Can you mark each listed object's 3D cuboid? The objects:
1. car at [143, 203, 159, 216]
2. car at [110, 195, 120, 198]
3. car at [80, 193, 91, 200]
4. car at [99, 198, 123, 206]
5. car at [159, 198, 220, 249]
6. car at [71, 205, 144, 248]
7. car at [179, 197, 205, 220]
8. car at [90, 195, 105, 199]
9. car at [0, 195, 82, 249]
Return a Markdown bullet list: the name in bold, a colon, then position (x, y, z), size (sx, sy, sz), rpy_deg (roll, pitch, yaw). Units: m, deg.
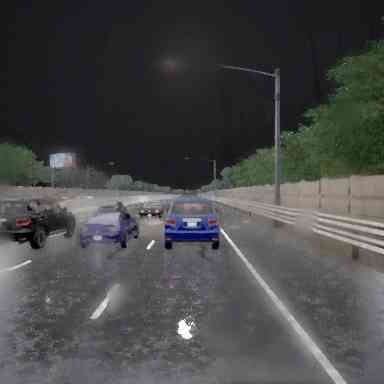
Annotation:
- **car**: position (-3.500, 1.633, 29.683), size (1.895, 1.301, 4.718), rpy_deg (0, 0, 0)
- **car**: position (-17.500, 1.399, 75.953), size (2.097, 1.767, 4.553), rpy_deg (0, 0, 0)
- **car**: position (-24.500, 1.269, 75.893), size (2.150, 2.045, 5.566), rpy_deg (0, 0, 0)
- **car**: position (-7.000, 1.533, 29.653), size (1.837, 1.490, 4.892), rpy_deg (0, 0, 0)
- **car**: position (0.000, 1.260, 14.682), size (2.150, 2.045, 5.566), rpy_deg (0, 0, 0)
- **car**: position (-3.500, 1.535, 14.651), size (1.812, 1.442, 4.674), rpy_deg (0, 0, 0)
- **car**: position (0.000, 1.382, 29.623), size (2.097, 1.767, 4.553), rpy_deg (0, 0, 0)
- **car**: position (-21.000, 1.596, 75.922), size (1.994, 1.385, 4.181), rpy_deg (0, 0, 0)
- **car**: position (-7.000, 1.260, 14.682), size (2.150, 2.045, 5.566), rpy_deg (0, 0, 0)
